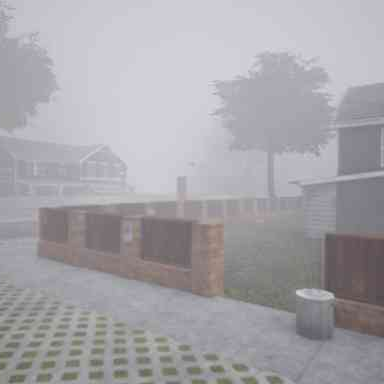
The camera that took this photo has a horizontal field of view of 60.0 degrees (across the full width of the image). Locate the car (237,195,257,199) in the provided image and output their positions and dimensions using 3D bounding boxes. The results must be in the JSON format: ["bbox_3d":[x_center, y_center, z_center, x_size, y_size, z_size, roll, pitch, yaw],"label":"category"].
[{"bbox_3d":[6.946,1.196,42.493,2.097,1.767,4.553,1,1,36],"label":"car"}]
